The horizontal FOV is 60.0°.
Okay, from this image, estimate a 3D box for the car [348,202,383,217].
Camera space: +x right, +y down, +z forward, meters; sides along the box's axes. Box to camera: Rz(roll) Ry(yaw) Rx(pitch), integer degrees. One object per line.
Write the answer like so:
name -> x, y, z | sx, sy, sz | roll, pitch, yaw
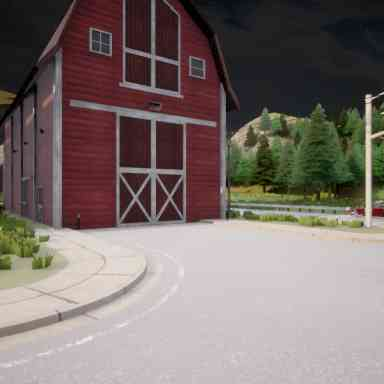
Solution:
car -> 15.831, 1.553, 28.463 | 1.812, 1.442, 4.674 | 0, 0, -35
